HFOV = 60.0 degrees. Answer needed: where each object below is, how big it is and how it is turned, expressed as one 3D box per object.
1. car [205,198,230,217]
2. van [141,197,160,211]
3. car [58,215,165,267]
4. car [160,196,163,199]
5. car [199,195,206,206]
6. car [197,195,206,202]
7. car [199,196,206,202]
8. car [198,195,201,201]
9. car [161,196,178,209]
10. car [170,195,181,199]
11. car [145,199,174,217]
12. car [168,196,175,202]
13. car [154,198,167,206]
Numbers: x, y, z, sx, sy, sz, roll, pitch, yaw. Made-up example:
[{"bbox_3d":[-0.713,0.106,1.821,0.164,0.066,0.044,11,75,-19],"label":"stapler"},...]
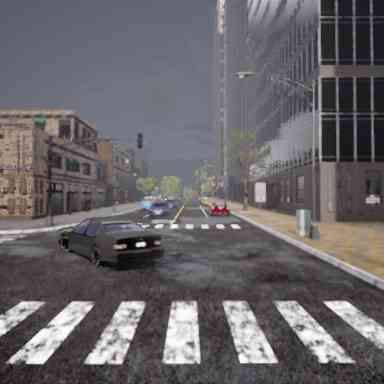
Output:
[{"bbox_3d":[2.692,1.582,33.347,1.967,1.590,4.097,1,0,0],"label":"car"},{"bbox_3d":[-5.690,1.530,44.428,1.690,1.788,3.998,1,0,0],"label":"van"},{"bbox_3d":[-3.059,1.598,11.752,2.033,1.411,5.357,0,0,-38],"label":"car"},{"bbox_3d":[-5.698,1.819,55.496,1.802,1.307,4.206,1,0,0],"label":"car"},{"bbox_3d":[2.682,1.786,61.191,1.752,1.417,4.829,1,0,0],"label":"car"},{"bbox_3d":[2.674,1.718,94.231,2.192,1.841,5.009,1,0,0],"label":"car"},{"bbox_3d":[2.673,1.905,88.864,1.752,1.417,4.829,1,0,0],"label":"car"},{"bbox_3d":[2.680,1.810,66.725,1.752,1.417,4.829,1,0,0],"label":"car"},{"bbox_3d":[-3.096,1.735,49.030,1.812,1.442,4.674,0,0,0],"label":"car"},{"bbox_3d":[-3.021,1.483,64.898,1.994,1.385,4.181,0,0,0],"label":"car"},{"bbox_3d":[-3.110,1.664,32.658,1.812,1.442,4.674,0,0,0],"label":"car"},{"bbox_3d":[-5.709,1.927,94.067,1.752,1.417,4.829,1,0,0],"label":"car"},{"bbox_3d":[-5.699,1.826,61.030,1.947,1.339,4.313,1,0,0],"label":"car"}]
